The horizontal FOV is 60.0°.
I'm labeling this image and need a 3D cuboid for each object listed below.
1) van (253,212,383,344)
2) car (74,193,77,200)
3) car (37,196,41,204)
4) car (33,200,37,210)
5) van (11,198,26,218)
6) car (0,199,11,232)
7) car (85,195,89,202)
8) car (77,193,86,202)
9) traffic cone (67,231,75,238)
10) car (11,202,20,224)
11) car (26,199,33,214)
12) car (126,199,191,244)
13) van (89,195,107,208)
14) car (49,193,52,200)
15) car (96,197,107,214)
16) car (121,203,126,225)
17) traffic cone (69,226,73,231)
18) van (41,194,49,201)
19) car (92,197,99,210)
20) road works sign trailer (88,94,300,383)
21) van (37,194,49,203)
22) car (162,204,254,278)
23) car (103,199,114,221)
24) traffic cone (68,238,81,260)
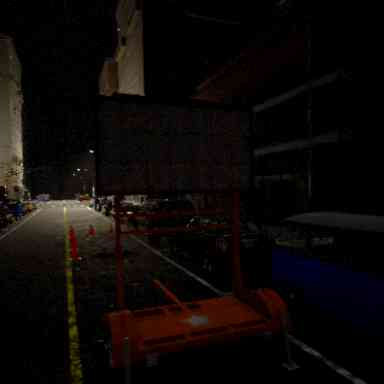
[{"bbox_3d":[2.747,1.244,4.796,1.690,1.788,3.998,-1,0,-21],"label":"van"},{"bbox_3d":[-27.493,1.222,82.864,2.192,1.841,5.009,-1,1,-21],"label":"car"},{"bbox_3d":[-21.572,1.657,43.995,2.008,1.369,4.403,-1,0,-21],"label":"car"},{"bbox_3d":[-19.465,1.634,38.552,1.752,1.417,4.829,-1,0,-21],"label":"car"},{"bbox_3d":[-15.435,1.449,28.136,1.690,1.788,3.998,-1,0,-21],"label":"van"},{"bbox_3d":[-11.340,1.414,17.566,2.192,1.841,5.009,-1,0,-21],"label":"car"},{"bbox_3d":[-13.693,1.449,47.249,1.752,1.417,4.829,-1,0,-21],"label":"car"},{"bbox_3d":[-23.456,1.355,72.449,1.967,1.590,4.097,-1,0,-21],"label":"car"},{"bbox_3d":[-4.640,1.951,12.990,0.340,0.580,0.340,-1,0,-21],"label":"traffic cone"},{"bbox_3d":[-13.383,1.654,22.852,2.008,1.369,4.403,-1,0,-21],"label":"car"},{"bbox_3d":[-17.417,1.634,33.265,1.752,1.417,4.829,-1,0,-21],"label":"car"},{"bbox_3d":[-1.349,1.227,15.368,2.192,1.841,5.009,-1,0,-21],"label":"car"},{"bbox_3d":[-11.587,1.267,41.803,1.690,1.788,3.998,-1,0,-21],"label":"van"},{"bbox_3d":[-35.436,1.405,79.771,2.192,1.841,5.009,-1,0,-21],"label":"car"},{"bbox_3d":[-7.487,1.475,31.229,2.008,1.369,4.403,-1,0,-21],"label":"car"},{"bbox_3d":[-3.391,1.482,20.657,1.947,1.339,4.313,-1,0,-21],"label":"car"},{"bbox_3d":[-5.362,1.952,14.855,0.340,0.580,0.340,-1,0,-21],"label":"traffic cone"},{"bbox_3d":[-37.453,1.425,84.980,1.690,1.788,3.998,-1,1,-21],"label":"van"},{"bbox_3d":[-9.534,1.508,36.517,1.802,1.307,4.206,-1,0,-21],"label":"car"},{"bbox_3d":[-0.231,0.426,5.048,2.380,3.560,2.880,-1,0,-21],"label":"road works sign trailer"},{"bbox_3d":[-31.400,1.439,69.353,1.690,1.788,3.998,-1,0,-21],"label":"van"},{"bbox_3d":[0.702,1.348,10.083,1.967,1.590,4.097,-1,0,-21],"label":"car"},{"bbox_3d":[-5.439,1.486,25.944,1.947,1.339,4.313,-1,0,-21],"label":"car"},{"bbox_3d":[-3.918,1.949,11.125,0.340,0.580,0.340,-1,0,-21],"label":"traffic cone"}]
